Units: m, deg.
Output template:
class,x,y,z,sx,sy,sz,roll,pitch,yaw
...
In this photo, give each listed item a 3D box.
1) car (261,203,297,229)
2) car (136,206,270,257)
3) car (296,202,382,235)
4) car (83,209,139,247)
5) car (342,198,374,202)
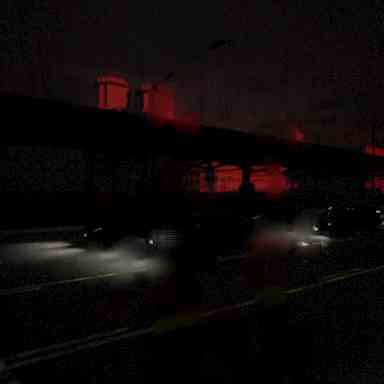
class,x,y,z,sx,sy,sz,roll,pitch,yaw
car,4.982,1.437,20.365,4.902,1.511,2.128,0,0,-35
car,0.568,1.477,12.967,4.892,1.490,1.837,0,0,-35
car,8.527,1.492,18.584,5.357,1.411,2.033,0,0,-35
car,-2.499,1.498,15.087,4.674,1.442,1.812,0,0,-35
car,12.459,1.240,25.635,4.553,1.767,2.097,-1,0,-35
